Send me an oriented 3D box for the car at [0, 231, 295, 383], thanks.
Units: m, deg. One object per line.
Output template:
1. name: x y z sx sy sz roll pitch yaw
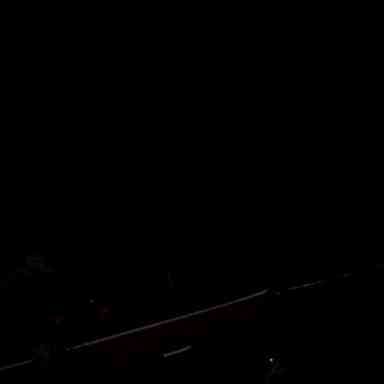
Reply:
1. car: -1.126 1.351 3.187 4.553 1.767 2.097 0 0 -35
